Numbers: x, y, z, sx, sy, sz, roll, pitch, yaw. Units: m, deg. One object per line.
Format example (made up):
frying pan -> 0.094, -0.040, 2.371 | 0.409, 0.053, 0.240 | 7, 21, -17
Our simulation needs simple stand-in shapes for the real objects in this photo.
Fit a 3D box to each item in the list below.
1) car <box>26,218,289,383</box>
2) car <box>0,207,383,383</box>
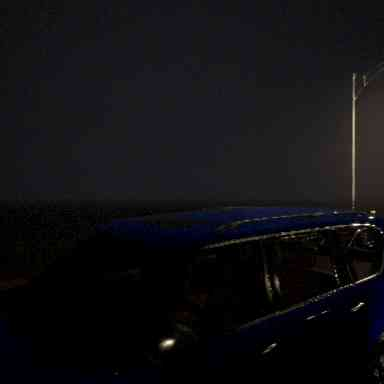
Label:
car -> -0.450, 1.430, 5.765 | 4.097, 1.590, 1.967 | 0, 1, -35
car -> -0.067, 1.215, 3.020 | 5.566, 2.045, 2.150 | 0, 0, -35
